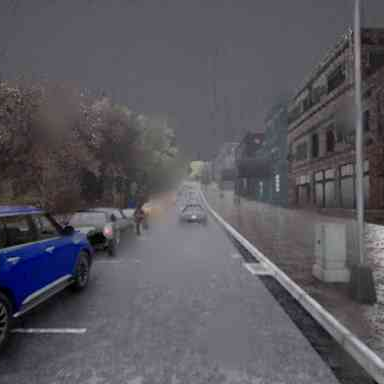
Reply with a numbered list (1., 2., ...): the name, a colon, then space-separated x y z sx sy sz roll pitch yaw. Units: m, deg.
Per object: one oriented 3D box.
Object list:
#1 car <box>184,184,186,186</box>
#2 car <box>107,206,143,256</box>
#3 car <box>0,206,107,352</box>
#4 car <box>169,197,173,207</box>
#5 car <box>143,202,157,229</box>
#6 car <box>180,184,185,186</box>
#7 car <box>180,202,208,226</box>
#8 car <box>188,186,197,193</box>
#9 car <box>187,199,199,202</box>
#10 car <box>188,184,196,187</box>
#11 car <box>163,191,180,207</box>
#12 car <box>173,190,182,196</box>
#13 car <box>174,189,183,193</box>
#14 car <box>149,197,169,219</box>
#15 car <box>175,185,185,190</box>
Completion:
1. car: -3.522 -0.486 88.957 2.231 1.521 4.892 0 3 2
2. car: -3.633 1.406 13.688 2.185 1.767 4.553 0 0 2
3. car: -3.642 1.250 6.035 2.435 2.045 5.566 0 0 2
4. car: -3.598 1.599 36.676 2.002 1.452 4.674 0 0 2
5. car: -3.634 1.601 19.292 2.163 1.488 4.792 -1 0 2
6. car: -3.532 -0.284 83.363 2.185 1.767 4.553 0 3 2
7. car: 0.135 1.633 23.902 1.994 1.385 4.181 0 0 0
8. car: 0.114 0.049 77.410 1.812 1.442 4.674 0 3 0
9. car: 0.161 1.582 41.874 2.033 1.411 5.357 0 1 0
10. car: 0.136 -1.134 92.465 2.150 2.045 5.566 0 3 0
11. car: -3.555 1.247 49.934 2.185 1.767 4.553 2 1 2
12. car: -3.541 1.010 60.953 1.946 1.575 5.366 1 2 2
13. car: -3.536 0.776 66.688 2.231 1.521 4.892 1 3 2
14. car: -3.600 1.559 30.539 1.946 1.575 5.366 0 1 2
15. car: -3.540 0.041 77.801 2.185 1.767 4.553 0 3 2
